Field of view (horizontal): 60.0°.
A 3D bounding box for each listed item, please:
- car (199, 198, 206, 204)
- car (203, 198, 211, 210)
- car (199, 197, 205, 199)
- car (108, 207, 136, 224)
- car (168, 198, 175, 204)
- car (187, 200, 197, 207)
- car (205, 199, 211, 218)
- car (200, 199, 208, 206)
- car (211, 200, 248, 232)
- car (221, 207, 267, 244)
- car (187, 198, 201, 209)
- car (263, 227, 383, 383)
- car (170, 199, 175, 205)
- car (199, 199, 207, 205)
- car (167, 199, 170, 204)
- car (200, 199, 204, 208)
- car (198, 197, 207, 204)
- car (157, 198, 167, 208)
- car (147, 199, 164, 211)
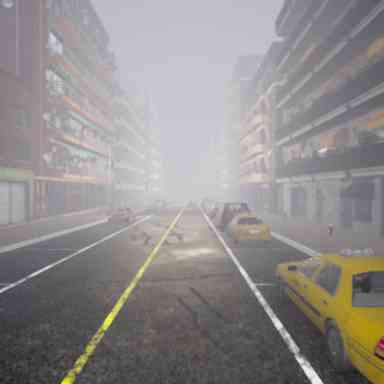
[{"bbox_3d":[2.693,2.157,55.115,1.947,1.339,4.313,-1,-1,0],"label":"car"},{"bbox_3d":[2.685,1.854,38.546,1.967,1.590,4.097,-1,-1,0],"label":"car"},{"bbox_3d":[2.690,1.965,60.642,2.192,1.841,5.009,-1,-1,0],"label":"car"},{"bbox_3d":[-5.694,1.876,27.451,1.802,1.307,4.206,-1,-1,0],"label":"car"},{"bbox_3d":[-5.677,2.526,93.568,1.752,1.417,4.829,-1,-1,0],"label":"car"},{"bbox_3d":[0.020,2.252,68.080,1.895,1.301,4.718,0,-1,0],"label":"car"},{"bbox_3d":[2.684,1.795,33.020,1.967,1.590,4.097,-1,-1,0],"label":"car"},{"bbox_3d":[2.698,2.354,77.381,1.752,1.417,4.829,-1,-1,0],"label":"car"},{"bbox_3d":[2.684,1.552,21.974,2.192,1.841,5.009,-1,-1,0],"label":"car"},{"bbox_3d":[2.691,1.705,16.619,1.752,1.417,4.829,-1,-1,0],"label":"car"},{"bbox_3d":[0.017,2.165,57.632,2.033,1.411,5.357,0,-1,0],"label":"car"},{"bbox_3d":[2.645,1.587,5.571,1.752,1.417,4.829,-1,-1,0],"label":"car"},{"bbox_3d":[-5.681,2.376,77.165,2.008,1.369,4.403,-1,-1,0],"label":"car"},{"bbox_3d":[2.701,2.468,82.735,1.802,1.307,4.206,-1,-1,0],"label":"car"},{"bbox_3d":[-5.690,1.964,60.596,2.192,1.841,5.009,-1,-1,0],"label":"car"},{"bbox_3d":[2.691,2.083,49.591,2.008,1.369,4.403,-1,-1,0],"label":"car"},{"bbox_3d":[2.697,2.260,88.261,2.192,1.841,5.009,-1,-1,0],"label":"car"},{"bbox_3d":[-5.687,2.140,55.069,2.008,1.369,4.403,-1,-1,0],"label":"car"},{"bbox_3d":[-5.689,2.081,49.547,2.008,1.369,4.403,-1,-1,0],"label":"car"}]
